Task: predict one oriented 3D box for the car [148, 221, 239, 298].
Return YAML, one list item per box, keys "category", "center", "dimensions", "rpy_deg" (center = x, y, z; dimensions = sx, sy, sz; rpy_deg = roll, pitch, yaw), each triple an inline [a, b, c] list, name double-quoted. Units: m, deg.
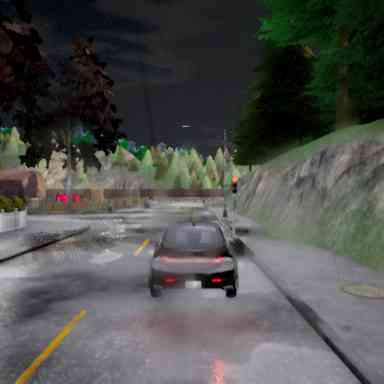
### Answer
- category: "car"
  center: [0.050, 1.496, 8.549]
  dimensions: [2.128, 1.511, 4.902]
  rpy_deg: [0, 0, 1]
